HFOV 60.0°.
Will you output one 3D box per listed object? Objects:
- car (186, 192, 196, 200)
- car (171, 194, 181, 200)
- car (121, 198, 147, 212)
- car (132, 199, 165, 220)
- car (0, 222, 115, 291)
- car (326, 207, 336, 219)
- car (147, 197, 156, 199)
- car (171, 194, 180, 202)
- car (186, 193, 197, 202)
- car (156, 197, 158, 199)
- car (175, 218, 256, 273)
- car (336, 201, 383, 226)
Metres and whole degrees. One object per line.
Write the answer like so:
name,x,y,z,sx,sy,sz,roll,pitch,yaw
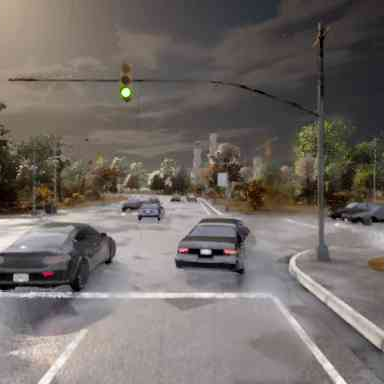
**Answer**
car,-0.352,1.046,80.110,2.097,1.767,4.553,0,1,-5
car,-3.847,1.142,79.903,2.033,1.411,5.357,0,1,-8
car,-7.062,1.596,39.850,2.033,1.411,5.357,0,0,0
car,-3.382,1.582,28.150,2.033,1.411,5.357,0,0,0
car,-3.395,1.537,8.908,1.812,1.442,4.674,0,0,0
car,13.476,1.511,26.953,5.008,1.535,1.882,0,0,-3
car,-7.007,1.578,49.542,1.812,1.442,4.674,0,0,1
car,-3.472,1.466,69.821,1.895,1.301,4.718,0,1,0
car,0.028,1.397,70.139,1.812,1.442,4.674,0,1,0
car,-6.963,1.543,60.123,2.033,1.411,5.357,0,1,0
car,0.972,1.561,10.832,2.033,1.411,5.357,0,0,14
car,13.456,1.576,23.445,5.357,1.411,2.033,0,0,-3
